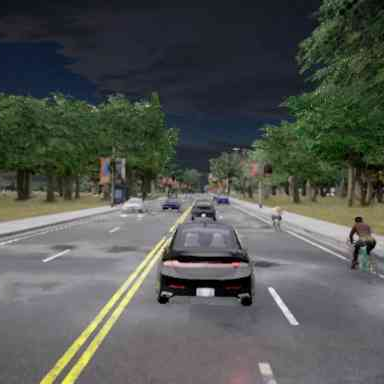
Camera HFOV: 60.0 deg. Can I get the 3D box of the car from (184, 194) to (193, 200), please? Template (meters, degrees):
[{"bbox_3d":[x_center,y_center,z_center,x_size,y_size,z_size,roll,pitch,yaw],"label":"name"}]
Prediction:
[{"bbox_3d":[-0.741,1.139,77.401,1.812,1.442,4.674,1,0,2],"label":"car"}]

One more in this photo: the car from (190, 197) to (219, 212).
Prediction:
[{"bbox_3d":[0.911,1.412,26.213,1.837,1.490,4.892,1,0,2],"label":"car"}]

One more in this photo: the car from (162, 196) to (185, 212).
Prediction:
[{"bbox_3d":[-2.194,1.434,36.628,1.895,1.301,4.718,1,0,2],"label":"car"}]

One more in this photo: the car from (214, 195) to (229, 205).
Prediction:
[{"bbox_3d":[5.148,1.321,55.890,1.882,1.535,5.008,1,0,2],"label":"car"}]

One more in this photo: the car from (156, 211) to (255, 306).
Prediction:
[{"bbox_3d":[0.307,1.463,8.013,2.128,1.511,4.902,1,0,2],"label":"car"}]

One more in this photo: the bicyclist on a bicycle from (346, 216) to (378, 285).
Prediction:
[{"bbox_3d":[4.372,1.468,8.602,0.582,1.620,1.656,1,0,2],"label":"bicyclist on a bicycle"}]

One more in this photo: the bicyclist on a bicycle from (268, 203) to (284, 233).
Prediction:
[{"bbox_3d":[4.721,1.416,18.537,0.866,1.612,1.509,1,0,2],"label":"bicyclist on a bicycle"}]

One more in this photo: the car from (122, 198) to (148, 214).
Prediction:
[{"bbox_3d":[-5.567,1.335,32.966,1.812,1.442,4.674,1,0,2],"label":"car"}]

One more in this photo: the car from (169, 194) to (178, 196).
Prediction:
[{"bbox_3d":[-4.100,1.148,74.183,1.994,1.385,4.181,1,0,2],"label":"car"}]
